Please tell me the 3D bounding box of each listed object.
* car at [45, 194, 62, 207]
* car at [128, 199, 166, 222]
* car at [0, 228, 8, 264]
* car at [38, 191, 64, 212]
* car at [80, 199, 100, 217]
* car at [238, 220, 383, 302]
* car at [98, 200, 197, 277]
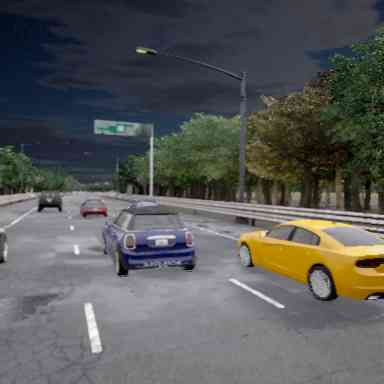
[{"bbox_3d":[-18.051,1.065,43.425,1.882,1.535,5.008,0,0,-21],"label":"car"},{"bbox_3d":[-3.562,1.335,25.410,1.812,1.442,4.674,0,0,-21],"label":"car"},{"bbox_3d":[-5.838,1.369,8.129,1.882,1.535,5.008,0,0,-21],"label":"car"},{"bbox_3d":[-14.065,0.892,33.194,2.150,2.045,5.566,0,0,-20],"label":"car"},{"bbox_3d":[-8.374,1.313,28.228,1.994,1.385,4.181,0,0,-21],"label":"car"},{"bbox_3d":[2.967,1.450,8.416,1.882,1.535,5.008,0,0,-21],"label":"car"},{"bbox_3d":[-1.528,1.270,10.370,2.097,1.767,4.553,0,0,-21],"label":"car"}]
